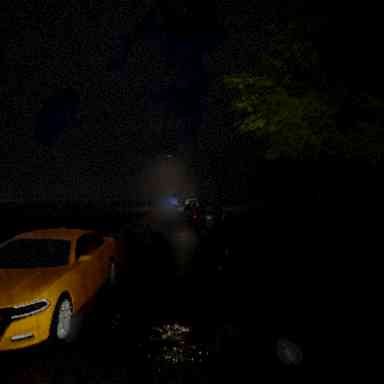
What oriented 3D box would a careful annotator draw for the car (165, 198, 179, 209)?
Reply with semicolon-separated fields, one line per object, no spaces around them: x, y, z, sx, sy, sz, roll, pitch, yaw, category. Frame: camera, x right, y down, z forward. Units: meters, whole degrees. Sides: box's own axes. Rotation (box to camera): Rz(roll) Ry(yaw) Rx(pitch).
-2.905;1.648;48.878;1.882;1.535;5.008;0;0;0;car

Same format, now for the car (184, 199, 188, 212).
-0.026;1.703;41.029;2.033;1.411;5.357;0;0;0;car

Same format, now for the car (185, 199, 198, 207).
-0.083;1.778;54.709;1.895;1.301;4.718;0;0;0;car

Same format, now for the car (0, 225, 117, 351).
-2.861;1.511;6.664;1.882;1.535;5.008;0;0;0;car

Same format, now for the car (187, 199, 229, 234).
0.932;1.441;19.791;2.097;1.767;4.553;0;0;0;car
